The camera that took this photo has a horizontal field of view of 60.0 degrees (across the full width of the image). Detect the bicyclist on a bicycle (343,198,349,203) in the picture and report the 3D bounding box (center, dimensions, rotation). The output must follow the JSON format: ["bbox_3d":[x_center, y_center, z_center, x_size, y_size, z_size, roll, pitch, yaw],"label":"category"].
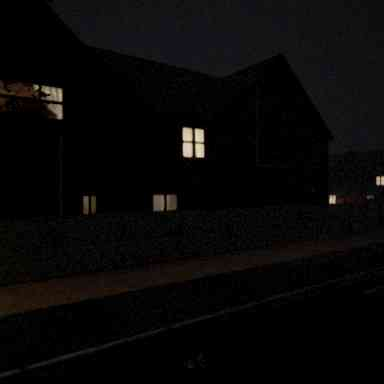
[{"bbox_3d":[16.809,1.483,36.334,1.656,1.620,0.582,-2,0,-36],"label":"bicyclist on a bicycle"}]
